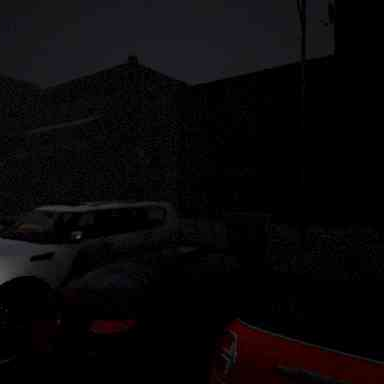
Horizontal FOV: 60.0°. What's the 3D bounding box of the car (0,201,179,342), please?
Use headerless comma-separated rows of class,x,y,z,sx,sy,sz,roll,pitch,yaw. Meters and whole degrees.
car,-2.422,1.236,7.049,2.435,2.045,5.566,0,0,35

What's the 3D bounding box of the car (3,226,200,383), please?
car,-0.147,1.520,5.459,2.002,1.452,4.674,0,0,35

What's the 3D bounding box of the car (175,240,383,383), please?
car,2.097,1.354,3.821,2.185,1.767,4.553,0,0,36
